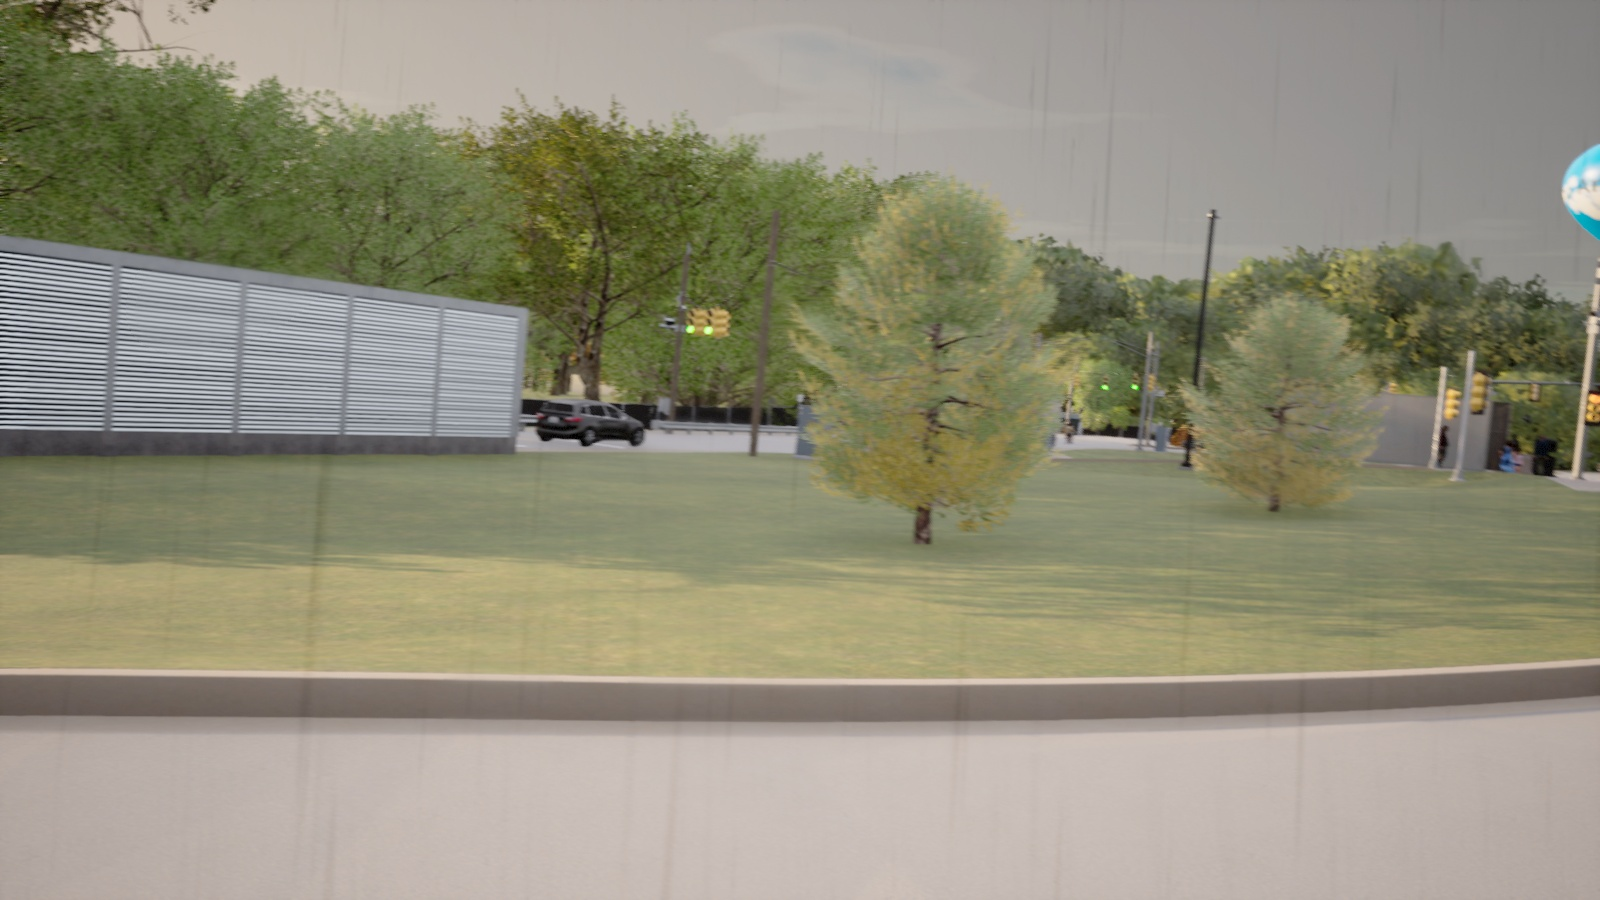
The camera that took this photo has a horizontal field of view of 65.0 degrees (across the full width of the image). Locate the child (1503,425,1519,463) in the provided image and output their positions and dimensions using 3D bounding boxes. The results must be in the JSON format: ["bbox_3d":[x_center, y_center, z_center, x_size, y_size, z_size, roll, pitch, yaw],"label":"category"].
[{"bbox_3d":[24.138,-0.188,42.648,0.270,1.263,0.437,5,2,16],"label":"child"}]

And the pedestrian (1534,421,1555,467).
[{"bbox_3d":[30.786,-0.247,51.907,0.402,1.842,0.726,5,2,13],"label":"pedestrian"}]

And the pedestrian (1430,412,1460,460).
[{"bbox_3d":[26.026,-0.572,50.680,0.899,1.844,0.634,5,2,30],"label":"pedestrian"}]

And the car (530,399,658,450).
[{"bbox_3d":[-7.637,-0.946,47.004,2.242,1.667,4.611,6,4,29],"label":"car"}]

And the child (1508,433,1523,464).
[{"bbox_3d":[29.490,-0.062,51.753,0.437,1.263,0.270,3,2,-39],"label":"child"}]
